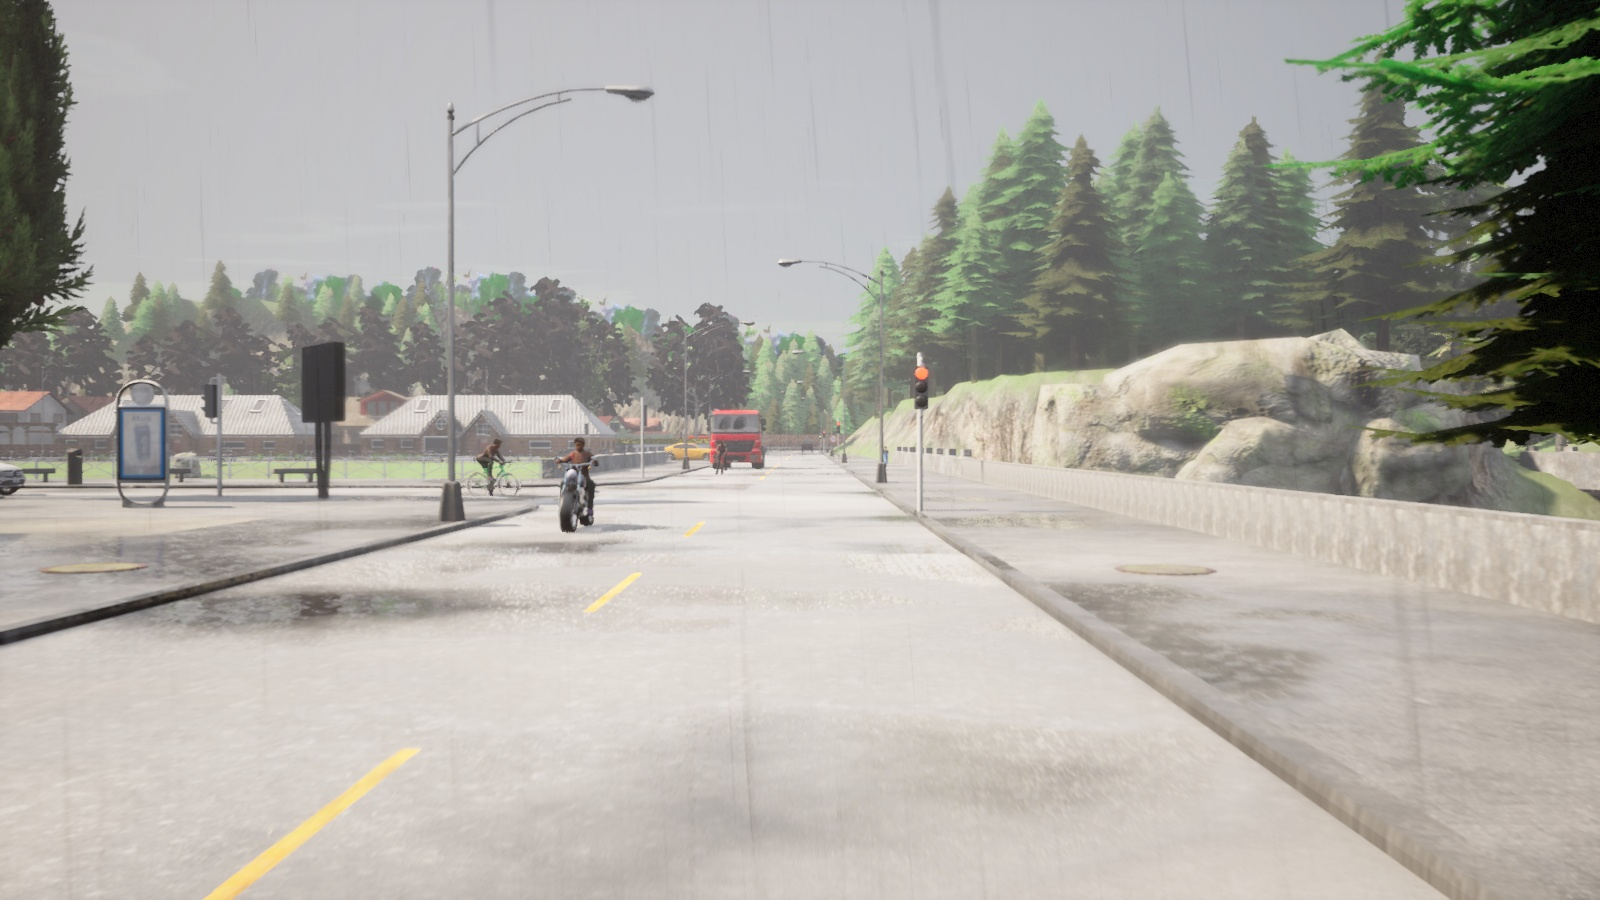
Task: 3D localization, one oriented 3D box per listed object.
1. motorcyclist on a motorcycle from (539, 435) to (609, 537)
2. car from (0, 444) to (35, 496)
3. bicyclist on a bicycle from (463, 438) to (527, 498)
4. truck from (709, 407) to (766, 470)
[{"bbox_3d":[-3.845,0.572,21.555,0.766,1.649,2.350,0,0,1],"label":"motorcyclist on a motorcycle"},{"bbox_3d":[-24.501,0.553,35.459,4.674,1.442,1.812,0,0,0],"label":"car"},{"bbox_3d":[-8.433,0.496,34.724,1.656,1.620,0.582,0,2,18],"label":"bicyclist on a bicycle"},{"bbox_3d":[-3.557,-0.652,73.411,2.891,3.462,7.936,0,0,0],"label":"truck"}]
